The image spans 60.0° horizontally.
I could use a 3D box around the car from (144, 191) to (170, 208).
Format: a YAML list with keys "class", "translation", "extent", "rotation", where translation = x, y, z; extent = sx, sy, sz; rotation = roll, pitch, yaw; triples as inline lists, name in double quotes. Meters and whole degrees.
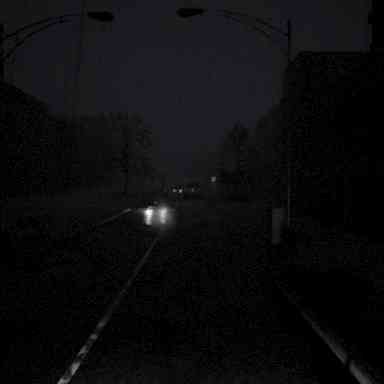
- class: "car"
  translation: [-3.086, 0.612, 30.010]
  extent: [1.994, 1.385, 4.181]
  rotation: [0, 3, 0]

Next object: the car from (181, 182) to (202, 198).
- class: "car"
  translation: [0.114, -0.286, 42.663]
  extent: [2.150, 2.045, 5.566]
  rotation: [0, 3, 0]

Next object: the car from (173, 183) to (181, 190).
- class: "car"
  translation: [-2.996, -1.174, 70.393]
  extent: [1.994, 1.385, 4.181]
  rotation: [0, 3, 0]
